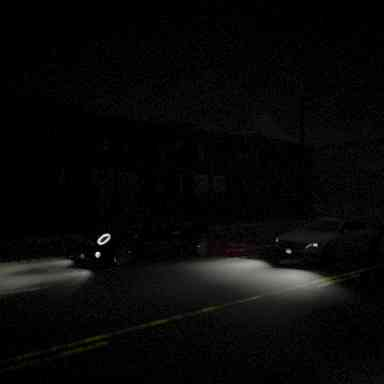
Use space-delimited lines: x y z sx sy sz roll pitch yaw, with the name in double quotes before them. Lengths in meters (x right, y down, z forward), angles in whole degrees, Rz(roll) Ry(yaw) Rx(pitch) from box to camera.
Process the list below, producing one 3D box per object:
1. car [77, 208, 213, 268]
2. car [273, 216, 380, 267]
"car" -1.530 1.393 11.521 4.553 1.767 2.097 0 0 -36
"car" 4.922 1.610 11.841 4.674 1.442 1.812 1 0 -36
